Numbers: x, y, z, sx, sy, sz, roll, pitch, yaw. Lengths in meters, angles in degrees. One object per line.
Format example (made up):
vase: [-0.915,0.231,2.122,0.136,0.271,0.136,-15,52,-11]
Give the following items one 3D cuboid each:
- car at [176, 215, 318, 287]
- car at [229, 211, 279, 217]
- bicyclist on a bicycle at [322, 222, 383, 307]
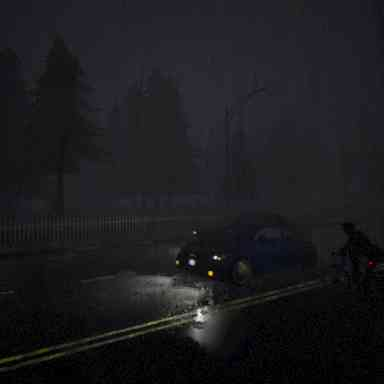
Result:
car: [1.636,1.564,9.416,4.181,1.385,1.994,0,0,-35]
car: [2.582,1.547,14.346,5.357,1.411,2.033,0,0,-35]
bicyclist on a bicycle: [3.423,1.455,6.899,0.582,1.620,1.656,0,-2,-35]
